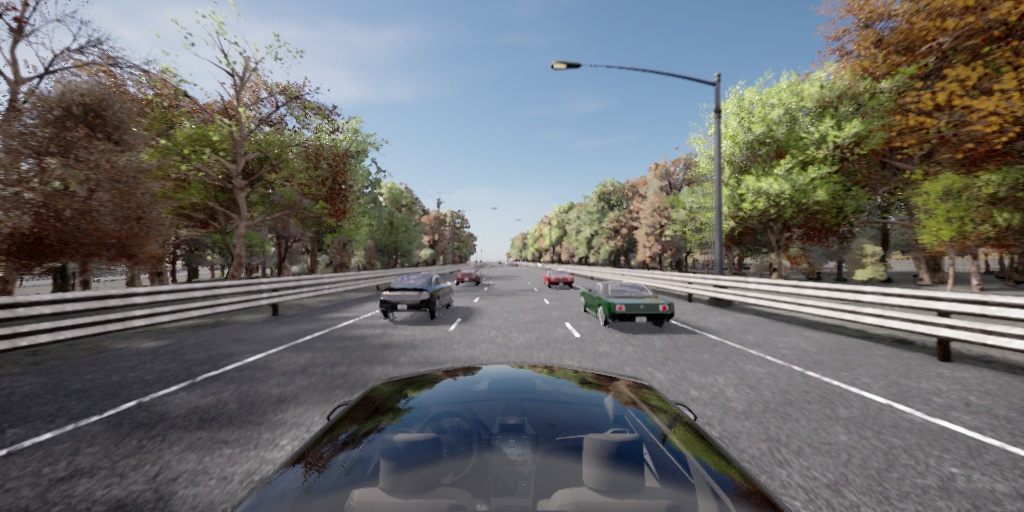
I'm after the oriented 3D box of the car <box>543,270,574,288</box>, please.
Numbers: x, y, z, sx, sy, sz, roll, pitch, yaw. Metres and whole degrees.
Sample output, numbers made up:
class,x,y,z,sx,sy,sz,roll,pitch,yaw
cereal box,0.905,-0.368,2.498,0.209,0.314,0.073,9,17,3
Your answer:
class,x,y,z,sx,sy,sz,roll,pitch,yaw
car,3.464,1.725,27.621,1.895,1.301,4.718,0,-1,-1

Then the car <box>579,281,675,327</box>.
class,x,y,z,sx,sy,sz,roll,pitch,yaw
car,3.573,1.503,12.150,1.895,1.301,4.718,0,-1,0

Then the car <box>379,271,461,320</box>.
class,x,y,z,sx,sy,sz,roll,pitch,yaw
car,-3.435,1.417,13.627,2.128,1.511,4.902,0,-1,0

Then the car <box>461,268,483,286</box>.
class,x,y,z,sx,sy,sz,roll,pitch,yaw
car,-3.565,1.688,30.232,1.812,1.442,4.674,0,-1,-1
